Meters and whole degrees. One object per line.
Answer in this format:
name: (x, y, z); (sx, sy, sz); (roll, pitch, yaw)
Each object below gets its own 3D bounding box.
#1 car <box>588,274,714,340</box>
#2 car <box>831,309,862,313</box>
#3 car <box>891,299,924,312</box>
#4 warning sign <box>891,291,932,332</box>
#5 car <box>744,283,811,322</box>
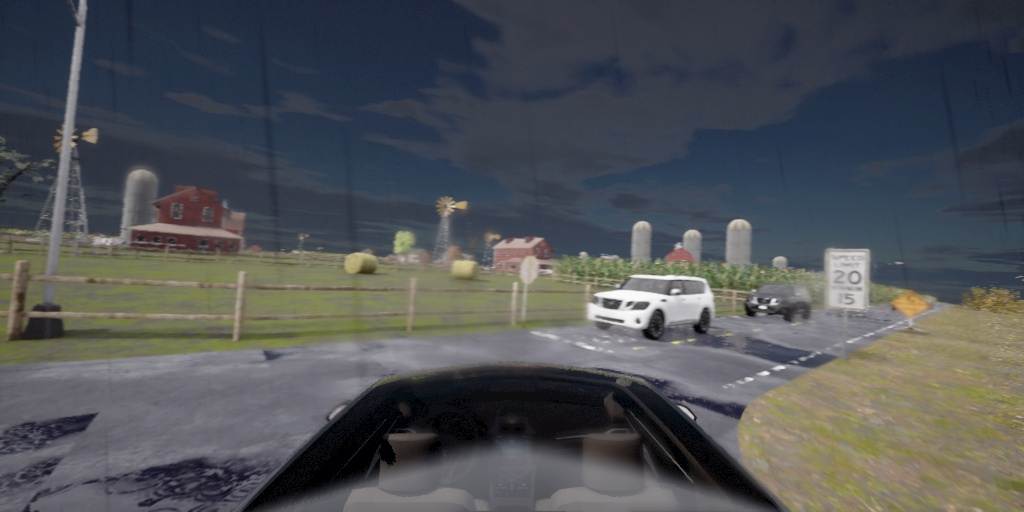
car: (5.183, 1.673, 12.894); (5.566, 2.045, 2.150); (5, -3, -38)
car: (31.502, 4.421, 33.593); (4.902, 1.511, 2.128); (6, -3, -38)
car: (42.152, 5.407, 38.358); (4.718, 1.301, 1.895); (6, -3, -38)
warning sign: (18.985, 2.606, 17.059); (1.060, 1.860, 1.300); (0, 0, -38)
car: (16.013, 2.687, 21.454); (5.566, 2.045, 2.150); (6, -3, -38)
